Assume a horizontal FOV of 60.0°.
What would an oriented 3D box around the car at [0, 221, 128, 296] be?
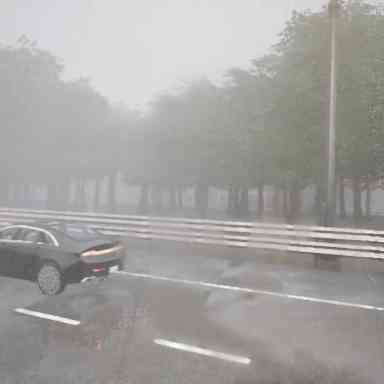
[{"bbox_3d":[-3.999,1.491,8.533,4.902,1.511,2.128,1,-1,23],"label":"car"}]
